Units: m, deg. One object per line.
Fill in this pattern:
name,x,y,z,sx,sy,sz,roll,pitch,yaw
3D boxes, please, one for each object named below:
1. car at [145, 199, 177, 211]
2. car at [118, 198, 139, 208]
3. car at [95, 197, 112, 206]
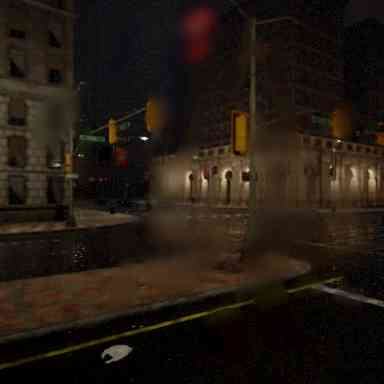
car,-3.982,1.643,41.794,2.033,1.411,5.357,0,0,-36
car,-9.584,1.622,49.625,1.812,1.442,4.674,0,0,-35
car,-15.387,1.623,57.894,1.812,1.442,4.674,0,0,-35
